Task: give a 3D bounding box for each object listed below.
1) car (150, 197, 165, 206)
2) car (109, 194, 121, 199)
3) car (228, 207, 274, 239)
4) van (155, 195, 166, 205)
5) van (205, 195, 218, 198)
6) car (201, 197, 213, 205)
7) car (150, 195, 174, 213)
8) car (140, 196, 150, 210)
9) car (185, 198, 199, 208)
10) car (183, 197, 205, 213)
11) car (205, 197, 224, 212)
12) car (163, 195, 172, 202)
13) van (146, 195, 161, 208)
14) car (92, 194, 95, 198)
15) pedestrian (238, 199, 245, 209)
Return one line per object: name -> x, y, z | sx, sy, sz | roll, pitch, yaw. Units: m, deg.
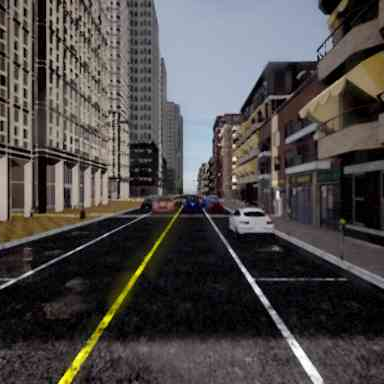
car -> -5.697, 1.575, 55.307 | 2.008, 1.369, 4.403 | 0, 0, 0
car -> -21.141, 1.128, 88.683 | 4.097, 1.590, 1.967 | 1, -1, 0
car -> 2.997, 1.529, 17.332 | 1.812, 1.442, 4.674 | 0, 0, 0
van -> -5.698, 1.371, 60.956 | 1.690, 1.788, 3.998 | 0, 0, 0
van -> 2.685, 1.357, 44.011 | 1.690, 1.788, 3.998 | 0, 0, 0
car -> 2.683, 1.580, 60.956 | 2.008, 1.369, 4.403 | 0, 0, 0
car -> -3.098, 1.364, 37.167 | 2.097, 1.767, 4.553 | 0, 0, 0
car -> -5.695, 1.582, 44.010 | 1.947, 1.339, 4.313 | 0, 0, 0
car -> 0.000, 1.582, 47.956 | 1.994, 1.385, 4.181 | 0, 0, 0
car -> 0.058, 1.364, 37.425 | 2.097, 1.767, 4.553 | 0, 0, -1
car -> 2.685, 1.594, 38.362 | 1.802, 1.307, 4.206 | 0, 0, 0
car -> -5.700, 1.487, 77.902 | 1.967, 1.590, 4.097 | 0, 0, 0
van -> -5.697, 1.361, 49.659 | 1.690, 1.788, 3.998 | 0, 0, 0
car -> -26.718, 1.163, 88.667 | 4.206, 1.307, 1.802 | 1, -1, 0
pedestrian -> 2.997, 1.298, 20.169 | 0.375, 1.860, 0.375 | 0, 0, -2
